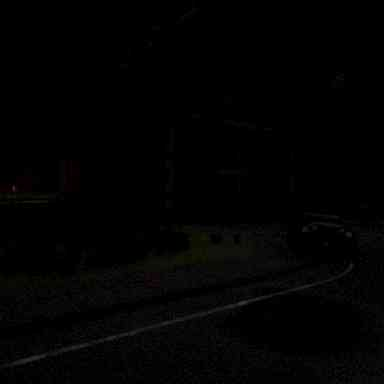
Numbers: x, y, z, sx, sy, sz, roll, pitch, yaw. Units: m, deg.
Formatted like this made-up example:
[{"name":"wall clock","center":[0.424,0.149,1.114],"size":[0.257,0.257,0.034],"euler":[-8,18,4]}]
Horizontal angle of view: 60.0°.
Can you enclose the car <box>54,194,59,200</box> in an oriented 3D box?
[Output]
[{"name":"car","center":[-26.667,1.377,67.128],"size":[1.905,1.878,3.866],"euler":[0,0,-35]}]

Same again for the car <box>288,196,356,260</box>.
[{"name":"car","center":[4.692,1.170,12.330],"size":[1.905,1.878,3.866],"euler":[6,3,12]}]
